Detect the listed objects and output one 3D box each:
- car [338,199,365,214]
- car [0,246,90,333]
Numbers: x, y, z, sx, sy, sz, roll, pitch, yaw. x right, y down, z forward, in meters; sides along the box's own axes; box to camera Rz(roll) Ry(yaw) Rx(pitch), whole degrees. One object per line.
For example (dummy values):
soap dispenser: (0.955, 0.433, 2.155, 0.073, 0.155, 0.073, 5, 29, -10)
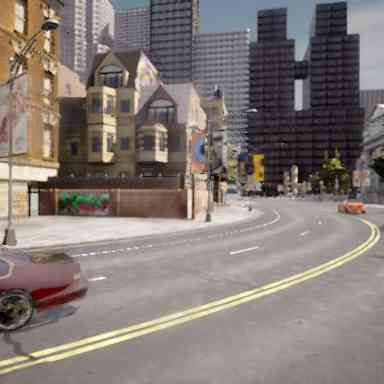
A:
car: (19.069, 1.596, 39.985, 2.097, 1.767, 4.553, 0, 0, 12)
car: (-4.481, 1.552, 5.295, 5.357, 1.411, 2.033, 0, 0, -35)
